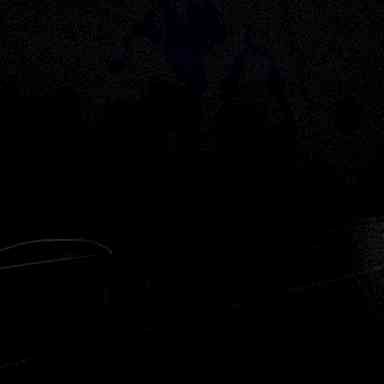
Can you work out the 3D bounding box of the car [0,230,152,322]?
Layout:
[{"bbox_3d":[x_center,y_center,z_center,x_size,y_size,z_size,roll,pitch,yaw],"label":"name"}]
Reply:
[{"bbox_3d":[-3.110,1.496,6.073,4.902,1.511,2.128,0,0,-35],"label":"car"}]
